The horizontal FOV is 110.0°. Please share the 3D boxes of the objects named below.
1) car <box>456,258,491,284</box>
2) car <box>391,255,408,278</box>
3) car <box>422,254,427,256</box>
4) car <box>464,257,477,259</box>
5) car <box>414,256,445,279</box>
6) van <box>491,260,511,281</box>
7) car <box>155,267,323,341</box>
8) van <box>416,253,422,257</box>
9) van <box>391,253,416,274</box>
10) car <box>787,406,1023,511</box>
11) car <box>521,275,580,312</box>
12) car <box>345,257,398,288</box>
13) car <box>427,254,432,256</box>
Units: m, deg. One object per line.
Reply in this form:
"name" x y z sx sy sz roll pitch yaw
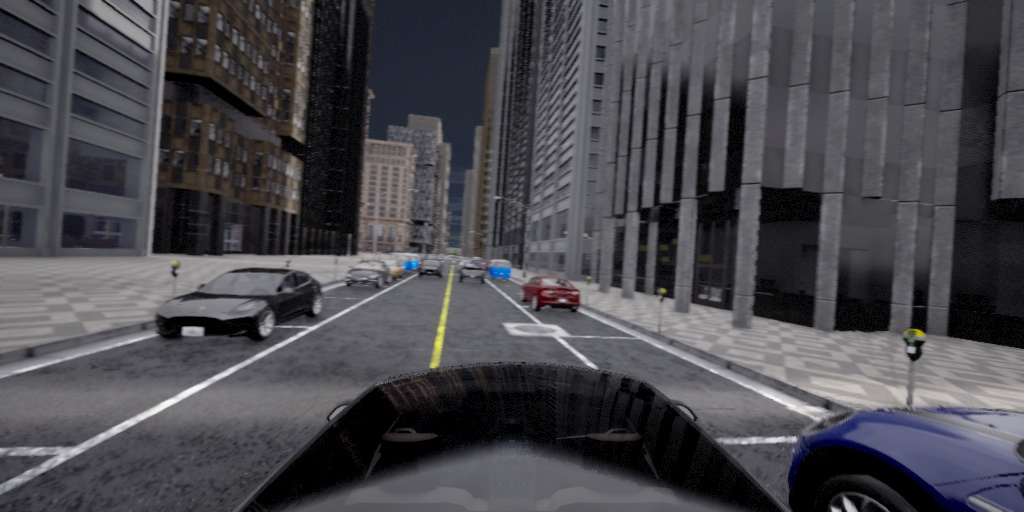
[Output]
"car" -3.090 1.218 27.385 2.128 1.511 4.902 4 0 -9
"car" -8.663 0.858 25.056 1.751 1.417 4.829 0 0 -9
"car" -11.355 0.714 41.935 1.967 1.591 4.097 0 0 -9
"car" -5.433 1.200 42.025 1.812 1.442 4.674 4 0 -9
"car" -6.632 1.009 29.664 1.837 1.490 4.892 4 -1 -9
"van" -1.180 1.233 32.140 1.690 1.789 3.998 0 0 -9
"car" -6.024 0.957 8.513 1.948 1.339 4.313 0 0 -9
"van" -10.466 0.635 36.364 1.690 1.789 3.998 0 0 -9
"van" -9.578 0.654 30.794 1.690 1.789 3.998 0 0 -9
"car" 3.472 1.330 0.992 2.097 1.767 4.553 4 0 -9
"car" 1.486 1.496 15.430 1.888 1.381 4.507 0 0 -9
"car" -7.801 0.903 19.654 2.007 1.370 4.403 0 0 -9
"car" -12.243 0.569 47.506 2.192 1.841 5.009 0 0 -9
